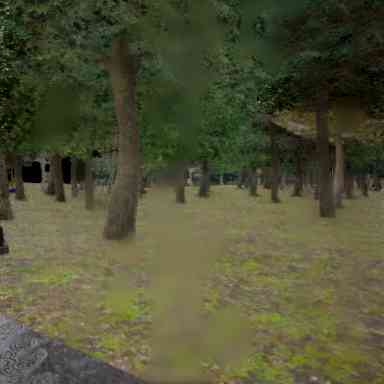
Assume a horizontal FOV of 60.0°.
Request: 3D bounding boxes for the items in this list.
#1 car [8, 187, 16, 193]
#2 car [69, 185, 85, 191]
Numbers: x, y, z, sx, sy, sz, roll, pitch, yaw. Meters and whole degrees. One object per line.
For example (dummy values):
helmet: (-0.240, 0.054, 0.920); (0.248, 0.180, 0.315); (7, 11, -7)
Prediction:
car: (-41.440, -0.430, 74.990); (1.882, 1.535, 5.008); (-1, 1, 34)
car: (-31.068, -1.028, 90.096); (1.837, 1.490, 4.892); (-1, 1, 34)
